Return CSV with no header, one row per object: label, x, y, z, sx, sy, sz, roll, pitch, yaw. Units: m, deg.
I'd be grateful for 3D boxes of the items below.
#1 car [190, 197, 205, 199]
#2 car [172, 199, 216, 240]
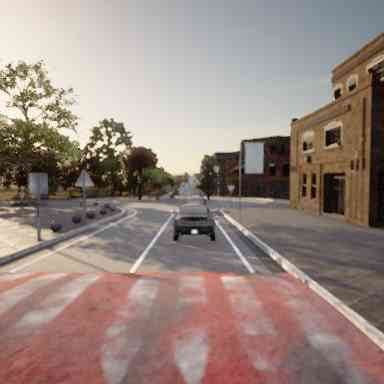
car,0.527,1.169,32.184,2.033,1.411,5.357,0,1,5
car,0.102,1.324,15.917,1.837,1.490,4.892,0,1,0
